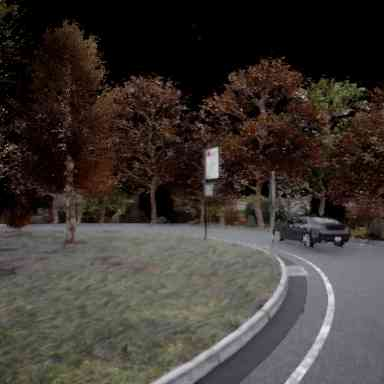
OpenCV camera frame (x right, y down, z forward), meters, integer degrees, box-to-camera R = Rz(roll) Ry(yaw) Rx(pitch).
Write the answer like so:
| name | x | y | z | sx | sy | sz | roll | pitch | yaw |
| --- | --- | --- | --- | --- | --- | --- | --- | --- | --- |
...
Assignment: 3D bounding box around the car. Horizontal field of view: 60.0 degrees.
| name | x | y | z | sx | sy | sz | roll | pitch | yaw |
| --- | --- | --- | --- | --- | --- | --- | --- | --- | --- |
| car | 5.911 | 1.958 | 17.082 | 1.837 | 1.490 | 4.892 | 1 | -3 | -13 |
